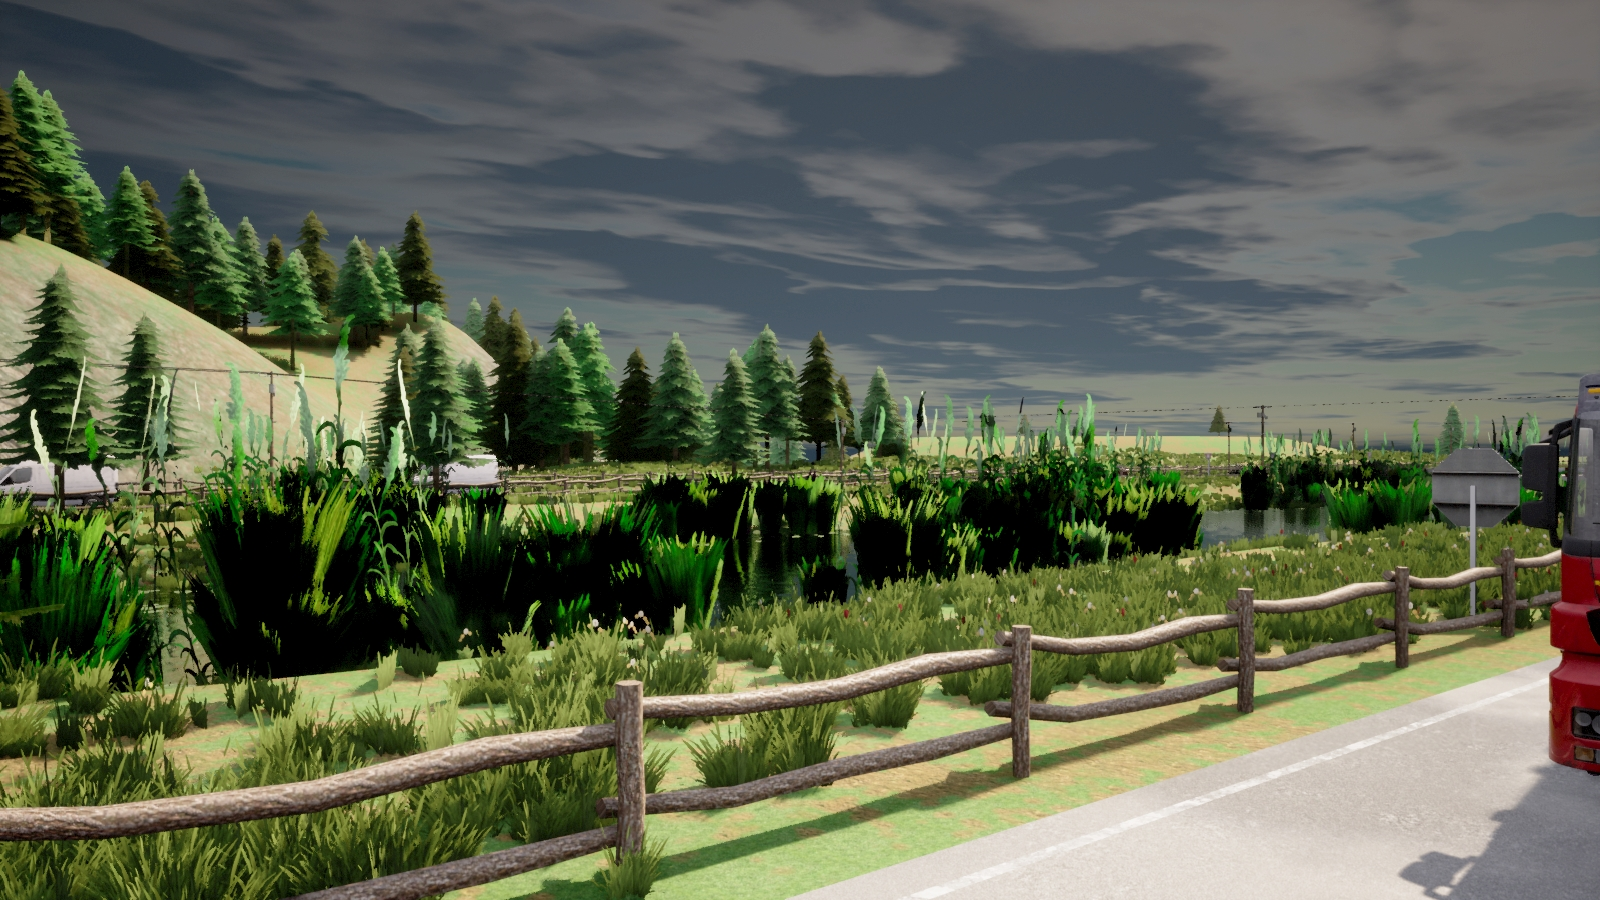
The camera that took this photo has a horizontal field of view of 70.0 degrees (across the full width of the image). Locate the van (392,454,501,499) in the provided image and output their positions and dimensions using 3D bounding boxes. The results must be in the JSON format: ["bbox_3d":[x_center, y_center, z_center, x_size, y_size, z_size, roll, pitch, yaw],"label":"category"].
[{"bbox_3d":[-20.936,1.534,67.895,1.988,2.561,5.915,0,0,45],"label":"van"}]

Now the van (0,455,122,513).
[{"bbox_3d":[-34.946,1.536,52.746,1.988,2.561,5.915,0,0,42],"label":"van"}]

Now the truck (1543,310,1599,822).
[{"bbox_3d":[9.610,0.862,10.983,2.891,3.827,8.468,0,0,42],"label":"truck"}]

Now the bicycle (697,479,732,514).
[{"bbox_3d":[-3.766,2.029,50.239,1.643,1.496,0.373,0,0,-43],"label":"bicycle"}]
